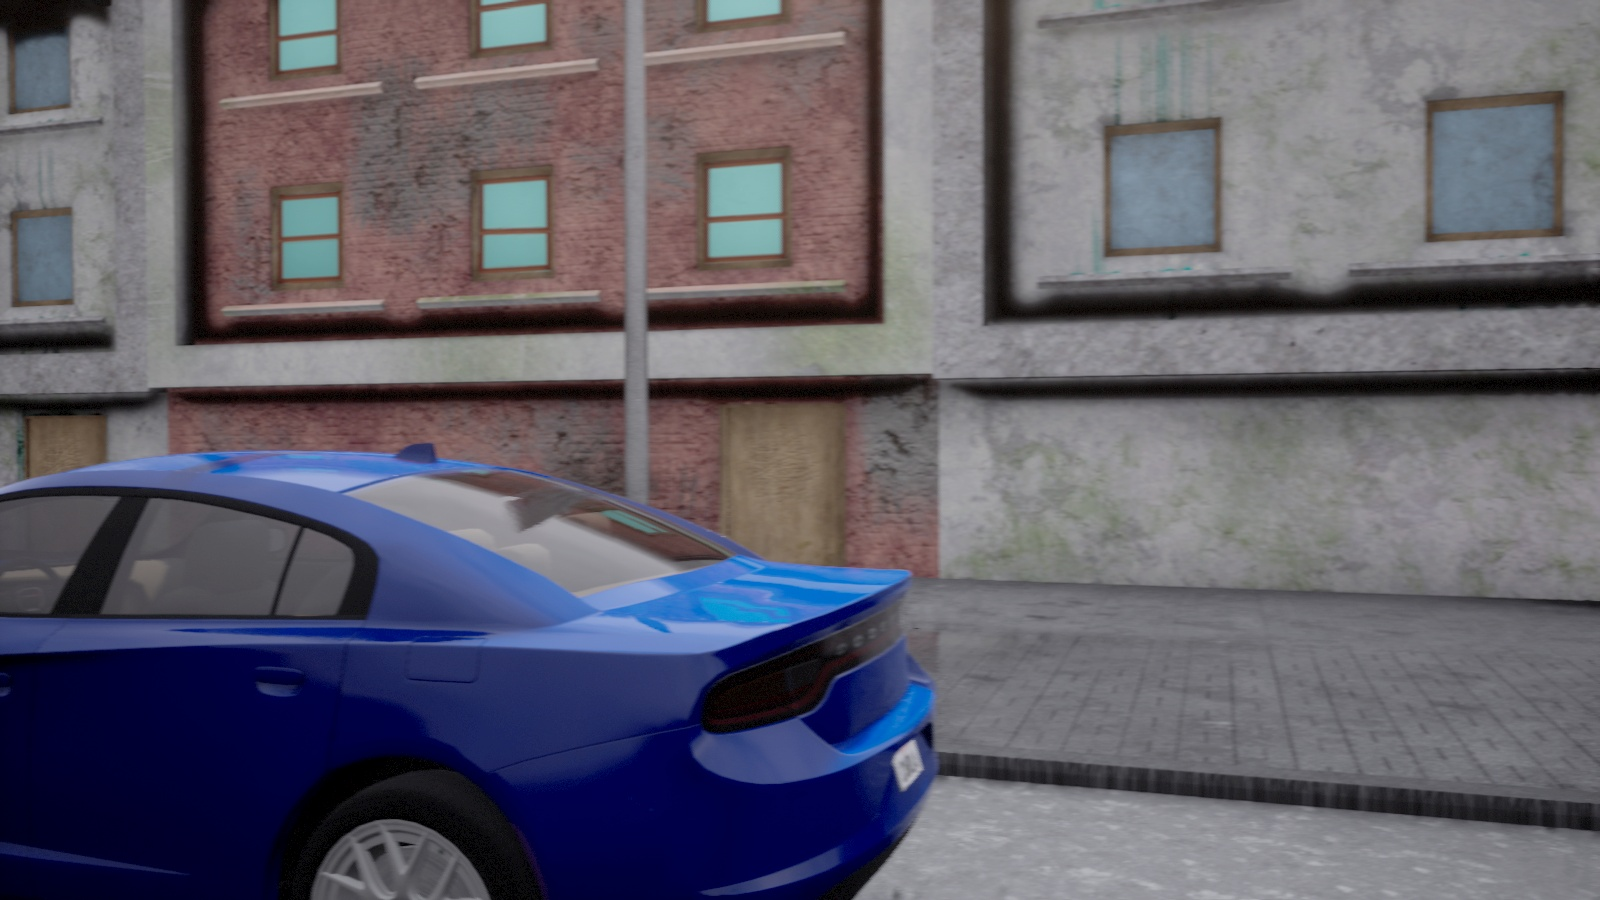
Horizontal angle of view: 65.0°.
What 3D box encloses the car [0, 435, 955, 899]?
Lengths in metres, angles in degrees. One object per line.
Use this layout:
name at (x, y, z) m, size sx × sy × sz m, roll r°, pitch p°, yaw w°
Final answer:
car at (-2.118, 0.725, 4.433) m, size 5.008 × 1.535 × 1.882 m, roll 1°, pitch 1°, yaw 19°
